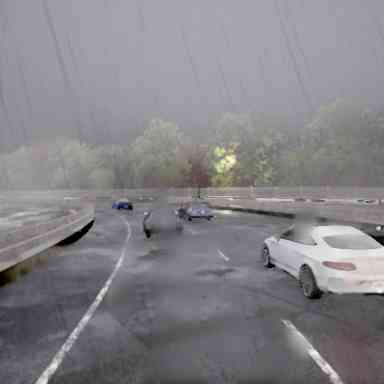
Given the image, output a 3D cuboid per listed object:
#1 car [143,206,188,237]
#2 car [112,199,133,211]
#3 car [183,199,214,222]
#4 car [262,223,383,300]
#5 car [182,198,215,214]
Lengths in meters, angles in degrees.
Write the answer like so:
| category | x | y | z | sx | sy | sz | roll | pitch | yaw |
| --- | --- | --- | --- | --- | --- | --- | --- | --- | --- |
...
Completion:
| category | x | y | z | sx | sy | sz | roll | pitch | yaw |
| --- | --- | --- | --- | --- | --- | --- | --- | --- | --- |
| car | -1.676 | 1.586 | 18.377 | 1.994 | 1.385 | 4.181 | -1 | 0 | -10 |
| car | -8.925 | 1.578 | 42.238 | 1.882 | 1.535 | 5.008 | 0 | 0 | -24 |
| car | 0.153 | 1.553 | 26.960 | 2.033 | 1.411 | 5.357 | -1 | 0 | -15 |
| car | 3.166 | 1.496 | 8.245 | 1.812 | 1.442 | 4.674 | 0 | 0 | -5 |
| car | 0.600 | 1.495 | 37.092 | 2.128 | 1.511 | 4.902 | 0 | 0 | -19 |
